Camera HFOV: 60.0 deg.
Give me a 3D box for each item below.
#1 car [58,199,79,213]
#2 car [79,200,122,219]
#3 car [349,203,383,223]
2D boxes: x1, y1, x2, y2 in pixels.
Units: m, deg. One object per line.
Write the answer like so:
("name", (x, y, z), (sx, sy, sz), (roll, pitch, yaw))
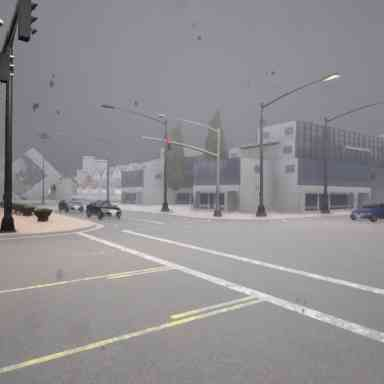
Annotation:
("car", (-13.653, 1.499, 37.381), (2.128, 1.511, 4.902), (1, 0, -35))
("car", (-7.743, 1.501, 28.912), (2.128, 1.511, 4.902), (1, 0, -35))
("car", (15.079, 1.691, 27.702), (4.674, 1.442, 1.812), (0, 0, -36))
